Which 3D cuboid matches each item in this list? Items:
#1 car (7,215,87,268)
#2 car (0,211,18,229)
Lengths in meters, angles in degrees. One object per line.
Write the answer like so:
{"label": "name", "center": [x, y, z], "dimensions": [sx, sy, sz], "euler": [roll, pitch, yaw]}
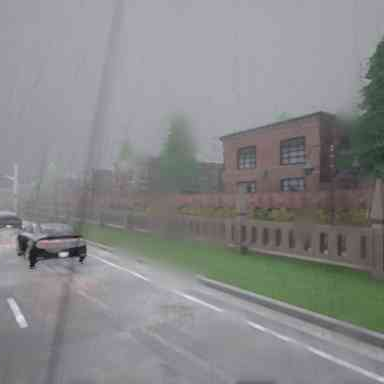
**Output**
{"label": "car", "center": [-5.493, 1.849, 12.719], "dimensions": [2.128, 1.511, 4.902], "euler": [2, -2, -34]}
{"label": "car", "center": [-14.059, 2.179, 25.071], "dimensions": [1.837, 1.490, 4.892], "euler": [2, -2, -34]}
